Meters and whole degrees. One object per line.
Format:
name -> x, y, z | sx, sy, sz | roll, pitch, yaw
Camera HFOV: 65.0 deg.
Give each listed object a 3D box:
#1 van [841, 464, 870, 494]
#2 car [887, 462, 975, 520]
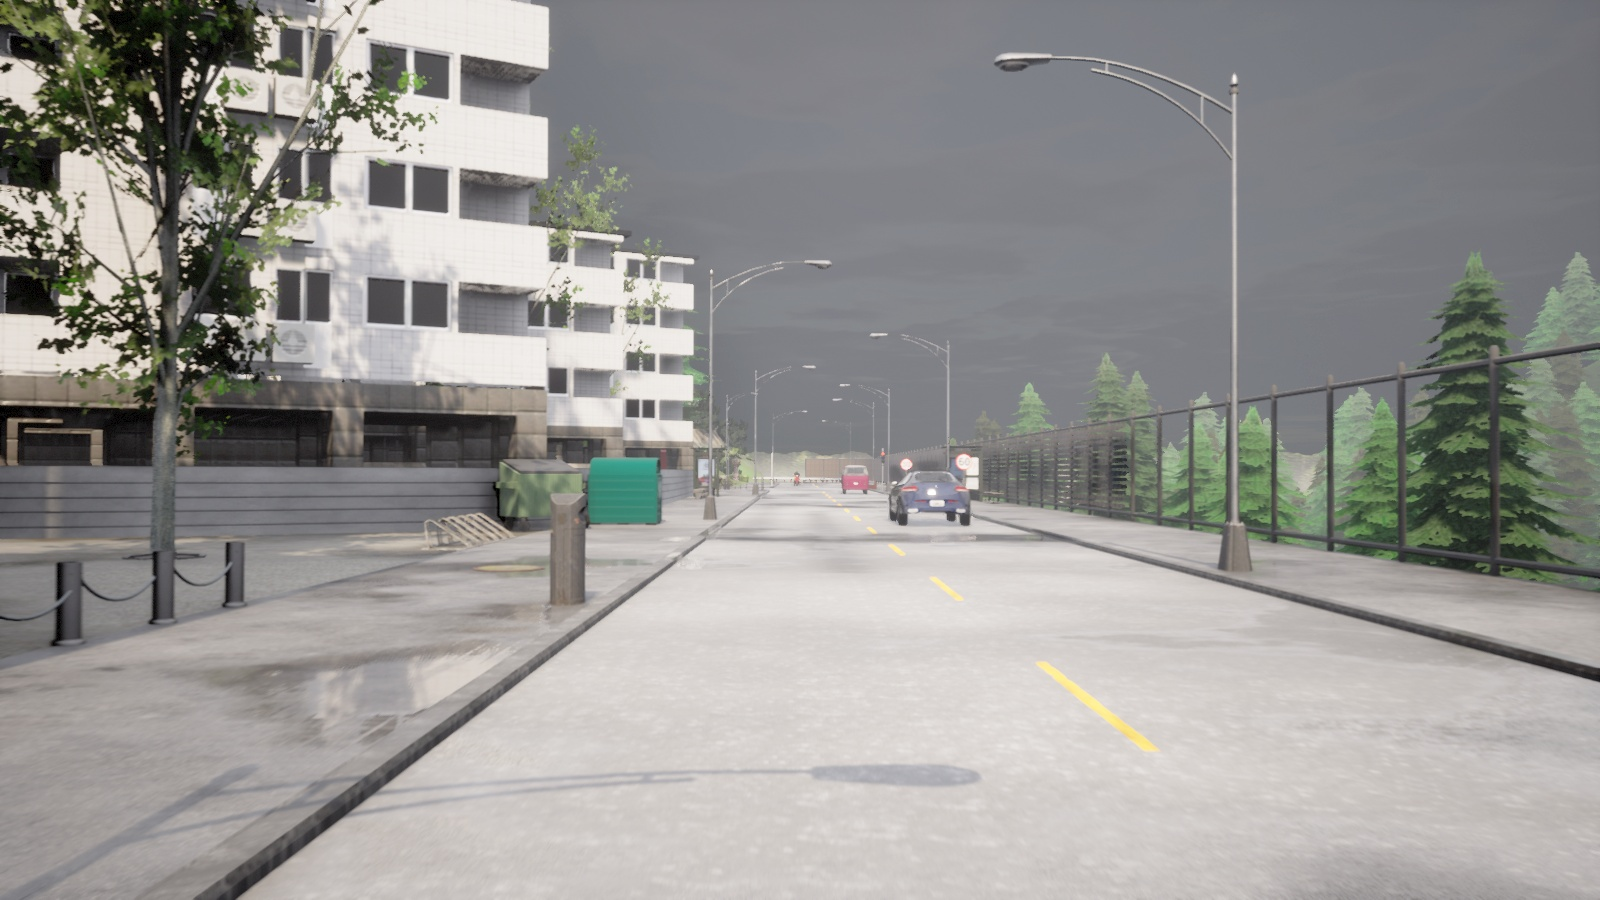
van -> 3.774, 2.002, 86.599 | 1.775, 1.987, 4.442 | 0, -1, 0
car -> 3.899, 1.219, 38.332 | 2.152, 1.651, 5.027 | 0, -1, 0
